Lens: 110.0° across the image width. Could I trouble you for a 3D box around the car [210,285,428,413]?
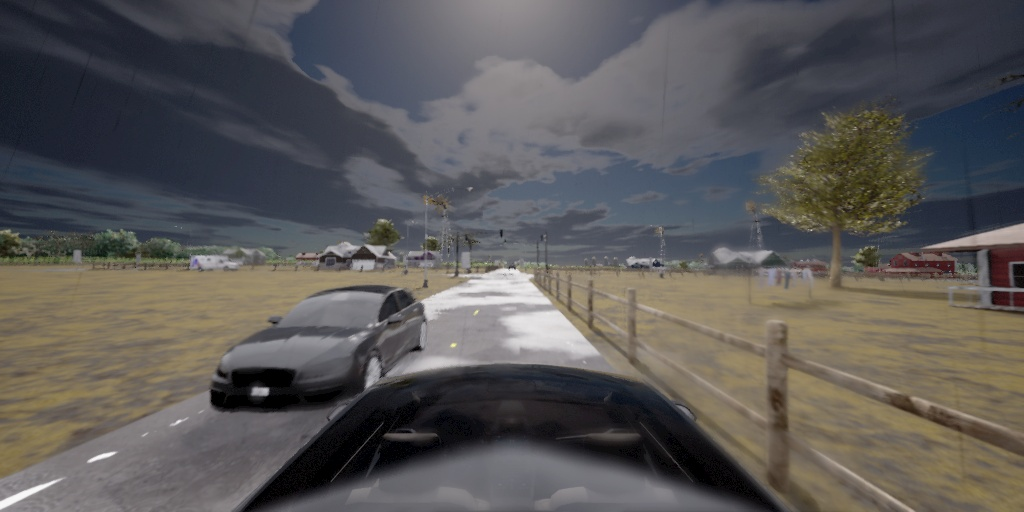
[{"bbox_3d":[-2.850,1.325,6.494,1.837,1.490,4.892,0,-1,0],"label":"car"}]
